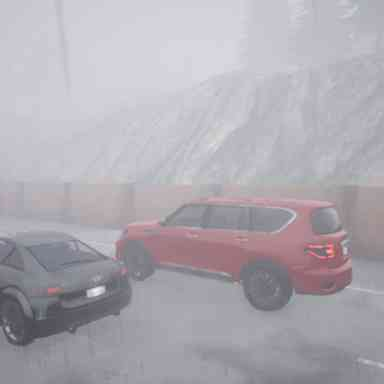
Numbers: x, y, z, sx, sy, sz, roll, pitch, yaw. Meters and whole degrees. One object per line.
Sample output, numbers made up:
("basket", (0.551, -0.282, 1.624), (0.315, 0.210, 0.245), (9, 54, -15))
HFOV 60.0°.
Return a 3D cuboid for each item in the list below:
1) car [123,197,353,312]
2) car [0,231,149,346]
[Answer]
("car", (0.698, 1.135, 7.792), (5.566, 2.045, 2.150), (2, 1, 35))
("car", (-3.080, 1.430, 6.182), (4.181, 1.385, 1.994), (2, 1, 35))
